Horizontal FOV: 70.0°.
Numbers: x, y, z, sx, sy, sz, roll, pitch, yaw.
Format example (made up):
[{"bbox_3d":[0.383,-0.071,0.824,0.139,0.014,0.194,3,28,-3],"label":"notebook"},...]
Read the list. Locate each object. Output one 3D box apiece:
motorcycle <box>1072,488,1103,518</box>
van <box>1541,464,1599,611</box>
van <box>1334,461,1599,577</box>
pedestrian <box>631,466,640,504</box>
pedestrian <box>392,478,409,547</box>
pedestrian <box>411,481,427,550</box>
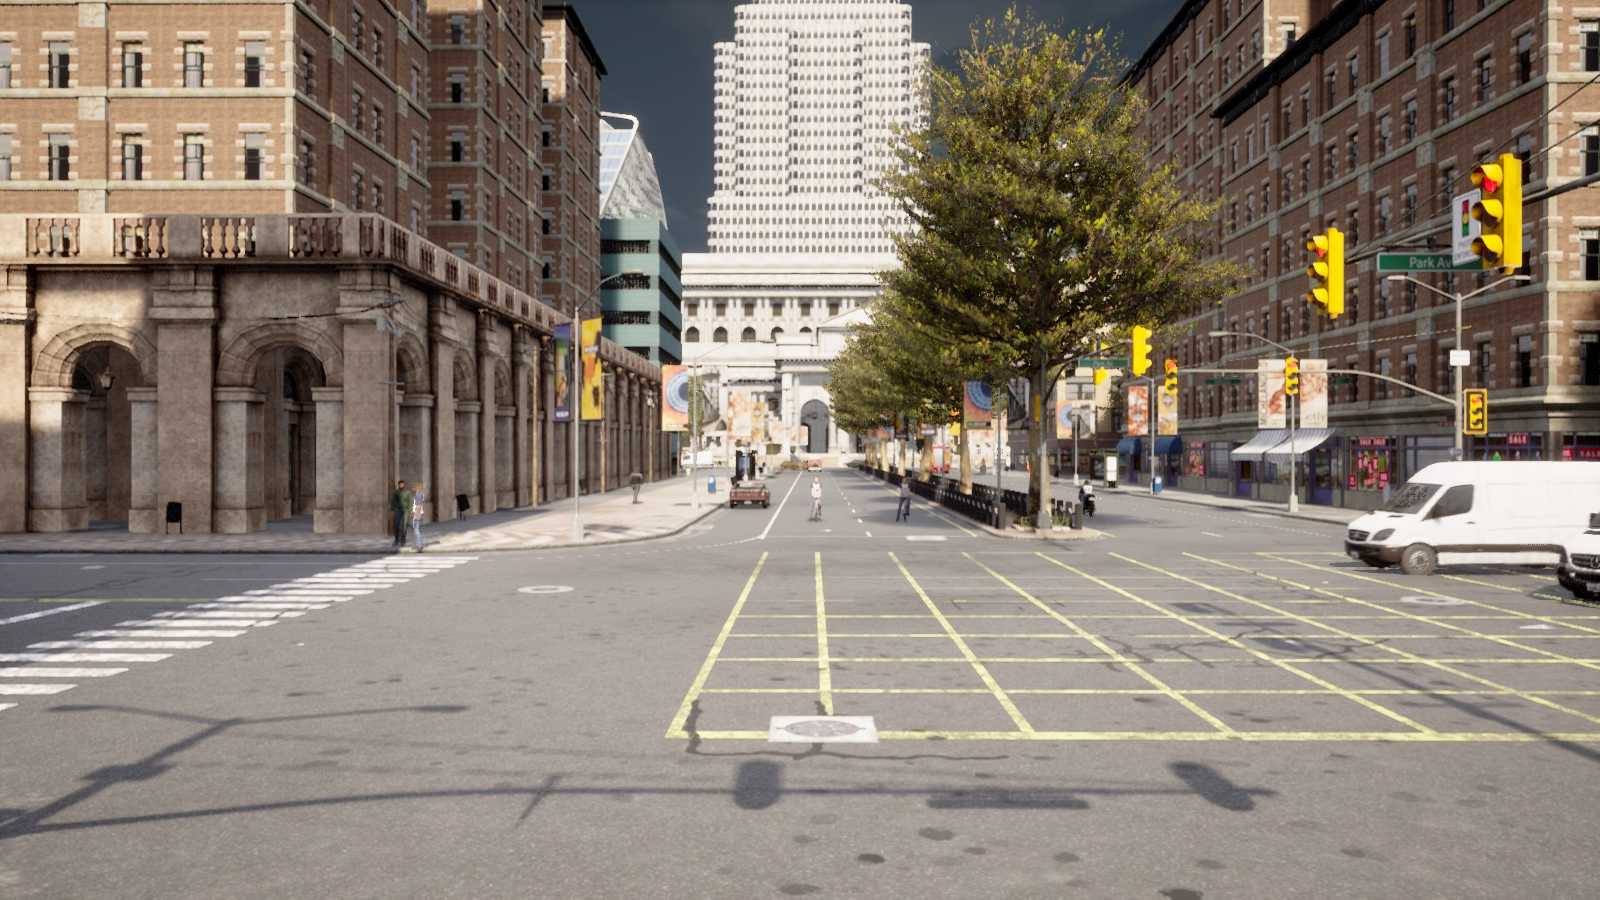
[{"bbox_3d":[12.210,2.239,48.582,0.803,1.145,2.033,0,0,1],"label":"motorcycle"},{"bbox_3d":[16.766,1.546,21.034,5.915,2.561,1.988,0,0,-19],"label":"van"},{"bbox_3d":[15.773,1.549,26.430,5.915,2.561,1.988,0,0,0],"label":"van"},{"bbox_3d":[-8.139,1.725,56.587,0.375,1.860,0.375,0,0,2],"label":"pedestrian"},{"bbox_3d":[-10.913,1.713,31.218,0.375,1.860,0.375,0,0,-27],"label":"pedestrian"},{"bbox_3d":[-10.329,1.768,30.956,0.375,1.860,0.375,0,0,-11],"label":"pedestrian"}]
